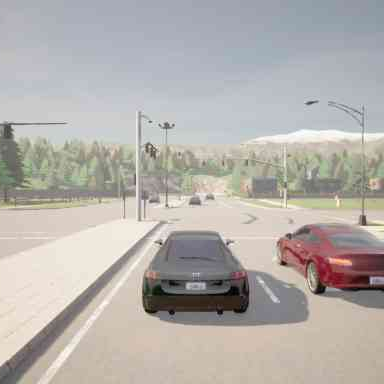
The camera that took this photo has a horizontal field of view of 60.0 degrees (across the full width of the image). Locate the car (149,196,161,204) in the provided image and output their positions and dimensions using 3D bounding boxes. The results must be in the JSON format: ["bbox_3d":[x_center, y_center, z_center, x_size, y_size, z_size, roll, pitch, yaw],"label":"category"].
[{"bbox_3d":[-7.383,1.547,66.224,2.033,1.411,5.357,0,0,1],"label":"car"}]

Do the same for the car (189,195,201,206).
[{"bbox_3d":[0.505,1.563,56.652,1.994,1.385,4.181,0,0,1],"label":"car"}]

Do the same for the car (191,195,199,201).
[{"bbox_3d":[0.856,1.428,82.108,1.895,1.301,4.718,0,0,1],"label":"car"}]

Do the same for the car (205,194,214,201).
[{"bbox_3d":[4.355,1.188,82.002,2.097,1.767,4.553,0,0,1],"label":"car"}]

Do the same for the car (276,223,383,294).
[{"bbox_3d":[3.556,1.526,8.651,1.812,1.442,4.674,0,0,0],"label":"car"}]

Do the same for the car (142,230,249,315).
[{"bbox_3d":[0.058,1.564,7.649,1.994,1.385,4.181,0,0,0],"label":"car"}]
